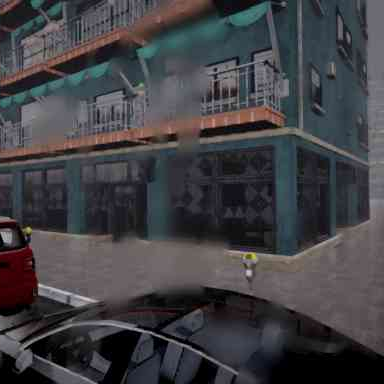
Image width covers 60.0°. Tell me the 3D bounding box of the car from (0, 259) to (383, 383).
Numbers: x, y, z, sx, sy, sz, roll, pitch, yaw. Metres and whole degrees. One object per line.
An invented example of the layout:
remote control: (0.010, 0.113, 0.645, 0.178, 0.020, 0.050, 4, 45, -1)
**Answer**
car: (-0.296, 1.566, 2.942, 4.313, 1.339, 1.947, 0, -1, 35)

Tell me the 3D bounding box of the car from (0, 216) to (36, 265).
car: (-4.907, 1.317, 6.227, 5.009, 1.841, 2.192, 0, -1, 35)
